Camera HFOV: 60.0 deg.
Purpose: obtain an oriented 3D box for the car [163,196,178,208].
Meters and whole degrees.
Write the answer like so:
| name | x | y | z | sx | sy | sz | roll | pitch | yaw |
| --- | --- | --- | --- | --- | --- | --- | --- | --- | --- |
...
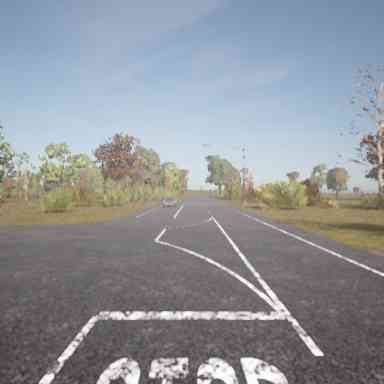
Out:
| name | x | y | z | sx | sy | sz | roll | pitch | yaw |
| --- | --- | --- | --- | --- | --- | --- | --- | --- | --- |
| car | -3.324 | 1.484 | 51.363 | 2.097 | 1.767 | 4.553 | 0 | 0 | 0 |
